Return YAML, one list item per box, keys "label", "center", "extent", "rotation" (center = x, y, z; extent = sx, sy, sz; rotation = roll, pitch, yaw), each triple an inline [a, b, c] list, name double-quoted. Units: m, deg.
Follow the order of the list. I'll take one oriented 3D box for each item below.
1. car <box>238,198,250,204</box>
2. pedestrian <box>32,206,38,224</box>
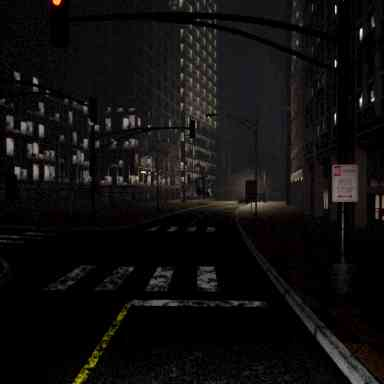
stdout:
- label: "car"
  center: [10.842, 1.863, 69.010]
  extent: [1.895, 1.301, 4.718]
  rotation: [0, 0, 18]
- label: "pedestrian"
  center: [-9.392, 1.345, 19.878]
  extent: [0.500, 1.100, 0.500]
  rotation: [0, 0, 17]
